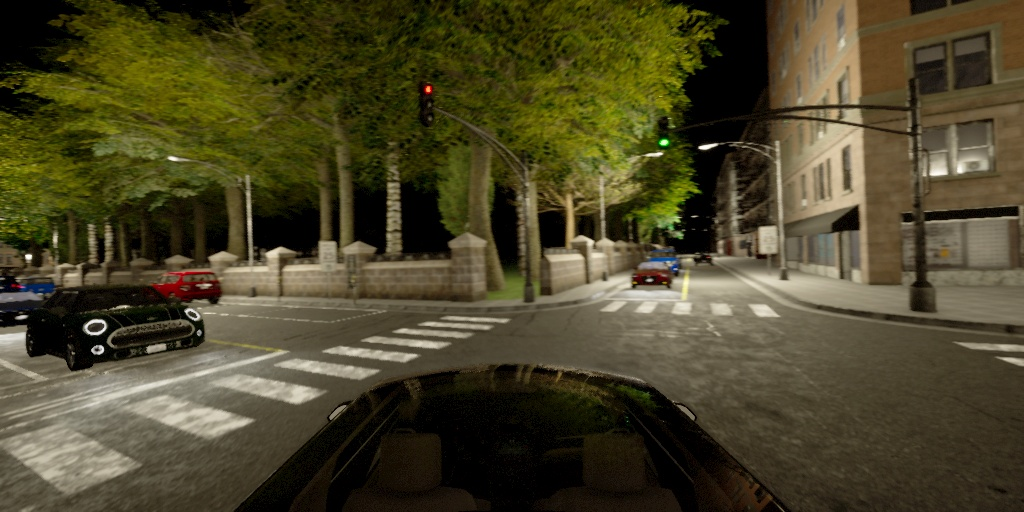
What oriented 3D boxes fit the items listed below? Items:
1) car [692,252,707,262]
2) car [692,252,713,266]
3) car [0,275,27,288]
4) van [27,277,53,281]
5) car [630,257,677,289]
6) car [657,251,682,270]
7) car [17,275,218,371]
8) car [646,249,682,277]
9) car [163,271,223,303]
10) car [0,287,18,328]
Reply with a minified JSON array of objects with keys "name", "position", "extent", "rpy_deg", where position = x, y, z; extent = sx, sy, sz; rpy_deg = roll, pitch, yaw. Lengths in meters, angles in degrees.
[{"name":"car","position":[28.748,0.125,55.037],"extent":[1.994,1.385,4.181],"rpy_deg":[-2,0,26]},{"name":"car","position":[22.007,0.337,41.290],"extent":[2.128,1.511,4.902],"rpy_deg":[-2,0,26]},{"name":"car","position":[-42.071,2.632,29.014],"extent":[5.566,2.045,2.150],"rpy_deg":[-2,0,27]},{"name":"van","position":[-43.021,2.789,32.403],"extent":[3.998,1.789,1.690],"rpy_deg":[0,0,27]},{"name":"car","position":[7.828,1.002,19.937],"extent":[1.994,1.385,4.181],"rpy_deg":[-2,0,27]},{"name":"car","position":[16.445,0.429,37.277],"extent":[2.097,1.767,4.553],"rpy_deg":[-2,0,26]},{"name":"car","position":[-9.742,1.493,8.826],"extent":[4.553,1.767,2.097],"rpy_deg":[-2,0,27]},{"name":"car","position":[11.955,0.487,28.273],"extent":[2.150,2.045,5.566],"rpy_deg":[-2,0,26]},{"name":"car","position":[-17.867,1.784,19.494],"extent":[5.009,1.841,2.192],"rpy_deg":[0,0,27]},{"name":"car","position":[-19.278,2.083,13.724],"extent":[4.181,1.385,1.994],"rpy_deg":[-2,0,27]}]
